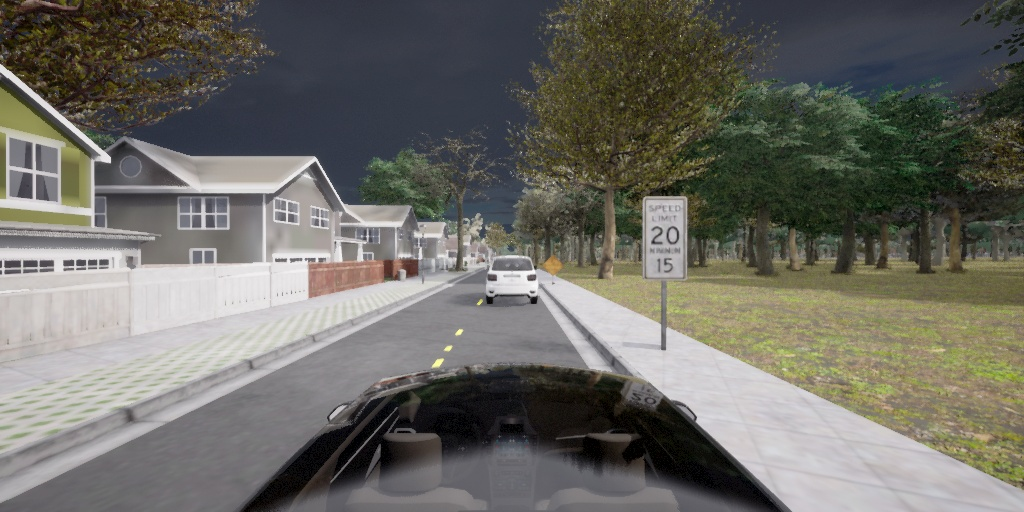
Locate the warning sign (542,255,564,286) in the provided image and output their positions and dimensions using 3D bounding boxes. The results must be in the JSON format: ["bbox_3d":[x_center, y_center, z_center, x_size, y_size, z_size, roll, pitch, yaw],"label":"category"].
[{"bbox_3d":[2.517,0.864,22.110,1.300,1.860,1.060,0,0,0],"label":"warning sign"}]

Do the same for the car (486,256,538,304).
[{"bbox_3d":[0.000,1.008,16.530,2.150,2.045,5.566,0,0,0],"label":"car"}]
